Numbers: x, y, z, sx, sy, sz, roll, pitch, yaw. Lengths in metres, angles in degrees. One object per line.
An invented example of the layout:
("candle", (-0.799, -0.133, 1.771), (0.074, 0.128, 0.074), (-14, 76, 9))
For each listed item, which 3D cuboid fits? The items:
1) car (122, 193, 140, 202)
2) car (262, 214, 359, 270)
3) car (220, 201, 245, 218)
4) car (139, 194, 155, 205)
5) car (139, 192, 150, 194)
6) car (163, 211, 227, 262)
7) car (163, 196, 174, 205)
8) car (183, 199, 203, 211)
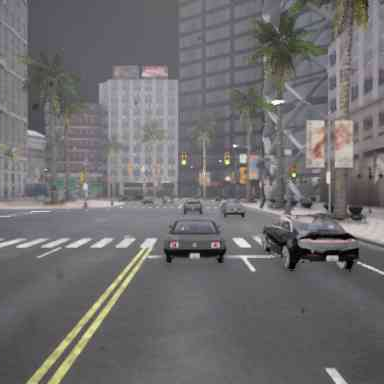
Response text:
("car", (-13.762, 1.444, 72.768), (1.994, 1.385, 4.181), (0, 0, -36))
("car", (3.590, 1.475, 10.907), (2.128, 1.511, 4.902), (0, 0, 0))
("car", (3.599, 1.502, 30.084), (2.033, 1.411, 5.357), (0, 0, 0))
("car", (-7.406, 1.463, 56.576), (2.033, 1.411, 5.357), (0, 0, -4))
("car", (-10.495, 1.114, 74.291), (2.150, 2.045, 5.566), (0, 0, -36))
("car", (0.093, 1.583, 11.990), (1.895, 1.301, 4.718), (0, 0, 0))
("car", (-4.207, 1.403, 58.957), (2.128, 1.511, 4.902), (0, 0, -7))
("car", (0.099, 1.438, 35.424), (2.128, 1.511, 4.902), (0, 0, 0))
